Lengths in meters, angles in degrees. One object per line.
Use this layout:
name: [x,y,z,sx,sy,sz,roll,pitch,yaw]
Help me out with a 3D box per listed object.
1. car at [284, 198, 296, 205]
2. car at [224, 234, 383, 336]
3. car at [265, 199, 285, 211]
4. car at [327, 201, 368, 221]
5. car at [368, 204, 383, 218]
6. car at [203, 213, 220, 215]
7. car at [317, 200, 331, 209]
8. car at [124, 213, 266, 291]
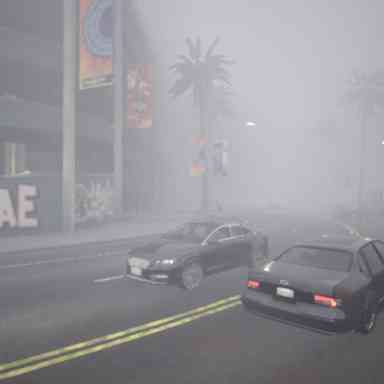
car: [24.986,2.278,86.395,2.185,1.767,4.553,0,-1,4]
car: [3.185,1.625,6.970,2.033,1.411,5.357,0,-1,44]
car: [12.373,2.152,50.686,1.994,1.385,4.181,0,-1,4]
car: [14.268,1.860,30.777,1.812,1.442,4.674,0,-1,9]
car: [18.284,1.926,34.678,2.033,1.411,5.357,0,-1,5]
car: [1.090,1.712,15.499,2.033,1.411,5.357,0,-1,36]
car: [22.930,2.097,57.092,2.231,1.521,4.892,0,-1,4]
car: [0.380,1.593,9.513,2.128,1.511,4.902,0,-1,43]
